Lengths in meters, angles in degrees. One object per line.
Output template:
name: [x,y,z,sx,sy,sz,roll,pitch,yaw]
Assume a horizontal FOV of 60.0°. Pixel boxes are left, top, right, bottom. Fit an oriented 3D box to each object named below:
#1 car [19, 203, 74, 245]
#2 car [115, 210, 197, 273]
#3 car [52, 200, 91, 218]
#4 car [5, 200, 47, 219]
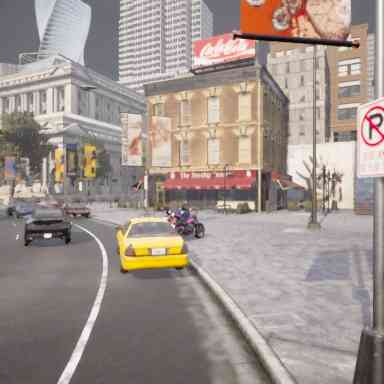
car: [-6.749,1.500,15.704,1.837,1.490,4.892,1,0,-22]
car: [-1.478,1.456,10.764,1.801,1.575,5.366,0,0,-15]
car: [-10.377,1.586,28.766,1.895,1.301,4.718,0,0,-34]
car: [-14.869,1.534,29.216,2.033,1.411,5.357,0,0,-40]
